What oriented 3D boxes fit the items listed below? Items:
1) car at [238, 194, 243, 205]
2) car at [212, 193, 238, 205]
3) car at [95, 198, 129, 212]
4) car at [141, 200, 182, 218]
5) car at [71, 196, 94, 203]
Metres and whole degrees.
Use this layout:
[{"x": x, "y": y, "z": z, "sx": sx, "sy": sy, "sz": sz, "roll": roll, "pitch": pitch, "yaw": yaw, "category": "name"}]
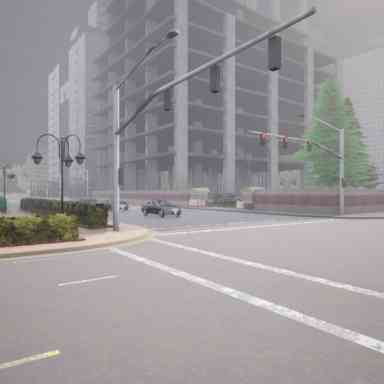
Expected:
[{"x": 7.346, "y": 1.114, "z": 55.157, "sx": 1.905, "sy": 1.878, "sz": 3.866, "roll": 0, "pitch": 0, "yaw": -36, "category": "car"}, {"x": 4.957, "y": 1.114, "z": 53.441, "sx": 1.905, "sy": 1.878, "sz": 3.866, "roll": 0, "pitch": 0, "yaw": -36, "category": "car"}, {"x": -8.944, "y": 1.437, "z": 38.244, "sx": 2.128, "sy": 1.511, "sz": 4.902, "roll": 0, "pitch": 0, "yaw": -36, "category": "car"}, {"x": -2.819, "y": 1.436, "z": 29.815, "sx": 2.128, "sy": 1.511, "sz": 4.902, "roll": 0, "pitch": 0, "yaw": -36, "category": "car"}, {"x": -16.415, "y": 1.509, "z": 48.554, "sx": 1.994, "sy": 1.385, "sz": 4.181, "roll": 0, "pitch": 0, "yaw": -36, "category": "car"}]
